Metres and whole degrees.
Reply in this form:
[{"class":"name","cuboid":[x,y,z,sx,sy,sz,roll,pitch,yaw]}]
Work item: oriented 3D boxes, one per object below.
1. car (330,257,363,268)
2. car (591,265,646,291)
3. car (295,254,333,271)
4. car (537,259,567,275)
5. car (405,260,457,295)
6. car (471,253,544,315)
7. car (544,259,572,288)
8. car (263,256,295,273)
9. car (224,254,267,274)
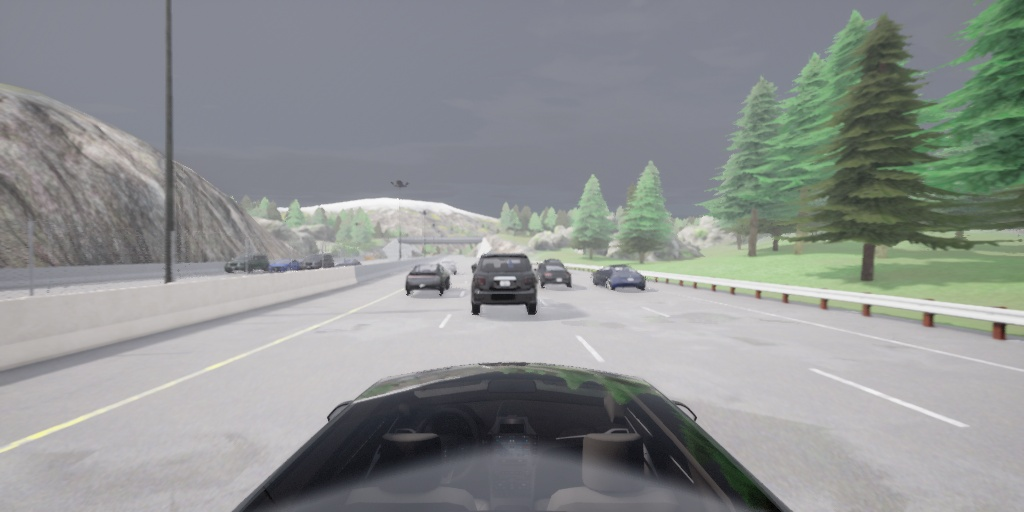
[{"class":"car","cuboid":[-17.899,1.108,39.641,2.033,1.411,5.357,0,0,-9]},{"class":"car","cuboid":[6.047,1.186,20.815,1.994,1.385,4.181,0,0,-5]},{"class":"car","cuboid":[-21.469,0.789,39.808,2.150,2.045,5.566,0,0,-9]},{"class":"car","cuboid":[3.980,1.035,36.851,1.837,1.490,4.892,0,0,-9]},{"class":"car","cuboid":[-4.297,1.148,18.777,2.128,1.511,4.902,0,0,-5]},{"class":"car","cuboid":[-0.359,0.902,13.454,2.150,2.045,5.566,0,0,-3]},{"class":"car","cuboid":[2.387,1.148,22.163,1.812,1.442,4.674,0,0,-6]},{"class":"car","cuboid":[-25.017,1.052,39.861,1.882,1.535,5.008,0,0,-9]},{"class":"car","cuboid":[-28.372,0.810,38.658,2.150,2.045,5.566,0,0,-9]}]
